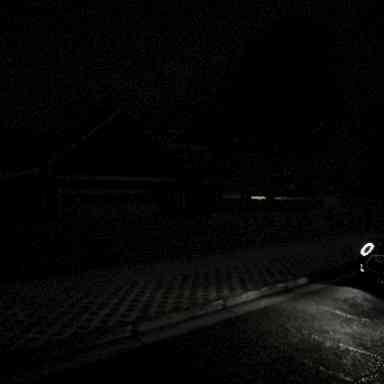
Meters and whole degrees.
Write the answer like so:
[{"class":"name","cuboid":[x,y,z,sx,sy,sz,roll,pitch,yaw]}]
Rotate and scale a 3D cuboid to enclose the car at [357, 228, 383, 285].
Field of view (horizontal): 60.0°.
[{"class":"car","cuboid":[6.232,1.395,8.675,4.553,1.767,2.097,0,0,-39]}]
